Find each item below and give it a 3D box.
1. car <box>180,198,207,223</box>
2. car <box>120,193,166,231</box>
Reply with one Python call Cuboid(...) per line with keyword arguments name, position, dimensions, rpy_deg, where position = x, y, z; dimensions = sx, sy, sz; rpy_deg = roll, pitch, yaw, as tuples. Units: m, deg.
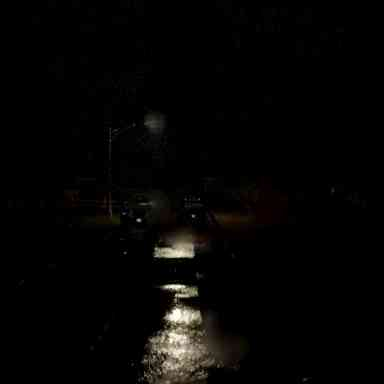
Cuboid(name="car", position=(0.090, 1.375, 23.814), dimensions=(1.812, 1.442, 4.674), rpy_deg=(0, 0, 0))
Cuboid(name="car", position=(-2.759, 1.094, 20.020), dimensions=(2.150, 2.045, 5.566), rpy_deg=(0, 0, 0))
